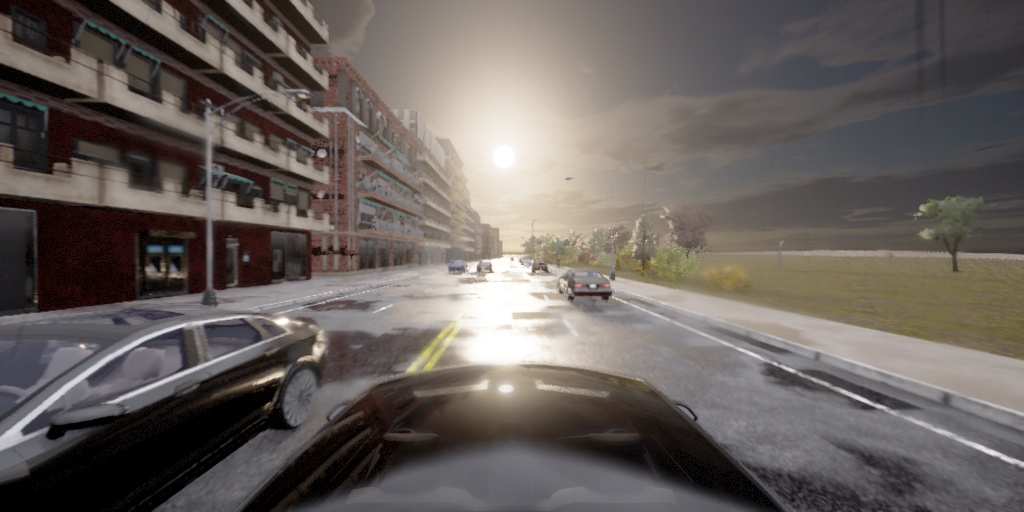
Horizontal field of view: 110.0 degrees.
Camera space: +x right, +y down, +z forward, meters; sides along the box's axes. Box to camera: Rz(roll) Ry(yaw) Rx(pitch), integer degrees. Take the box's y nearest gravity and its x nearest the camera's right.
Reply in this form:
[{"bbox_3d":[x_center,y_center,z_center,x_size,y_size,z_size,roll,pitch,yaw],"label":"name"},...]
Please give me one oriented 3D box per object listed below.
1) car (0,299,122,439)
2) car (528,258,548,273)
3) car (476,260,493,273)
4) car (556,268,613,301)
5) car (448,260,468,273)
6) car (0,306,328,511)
[{"bbox_3d":[-6.600,1.314,3.061,1.994,1.385,4.181,0,0,0],"label":"car"},{"bbox_3d":[3.357,1.250,44.402,1.837,1.490,4.892,0,0,0],"label":"car"},{"bbox_3d":[-3.316,1.236,44.125,2.128,1.511,4.902,0,0,0],"label":"car"},{"bbox_3d":[3.352,1.292,17.373,2.033,1.411,5.357,0,0,0],"label":"car"},{"bbox_3d":[-6.566,1.223,44.030,1.882,1.535,5.008,0,0,0],"label":"car"},{"bbox_3d":[-3.351,1.242,2.775,2.128,1.511,4.902,0,0,0],"label":"car"}]
